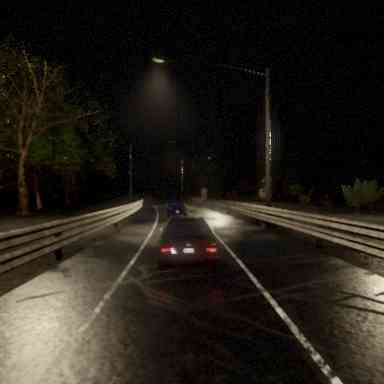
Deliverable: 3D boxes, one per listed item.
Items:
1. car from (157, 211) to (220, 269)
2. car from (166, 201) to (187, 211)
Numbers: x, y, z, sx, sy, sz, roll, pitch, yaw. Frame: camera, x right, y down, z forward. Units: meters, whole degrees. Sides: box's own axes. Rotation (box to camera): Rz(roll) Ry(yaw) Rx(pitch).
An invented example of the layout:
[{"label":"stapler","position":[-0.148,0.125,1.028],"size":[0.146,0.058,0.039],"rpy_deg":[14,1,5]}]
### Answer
[{"label":"car","position":[-0.162,1.592,11.234],"size":[2.033,1.411,5.357],"rpy_deg":[0,0,-2]},{"label":"car","position":[-1.528,1.638,32.440],"size":[1.812,1.442,4.674],"rpy_deg":[0,0,-5]}]
